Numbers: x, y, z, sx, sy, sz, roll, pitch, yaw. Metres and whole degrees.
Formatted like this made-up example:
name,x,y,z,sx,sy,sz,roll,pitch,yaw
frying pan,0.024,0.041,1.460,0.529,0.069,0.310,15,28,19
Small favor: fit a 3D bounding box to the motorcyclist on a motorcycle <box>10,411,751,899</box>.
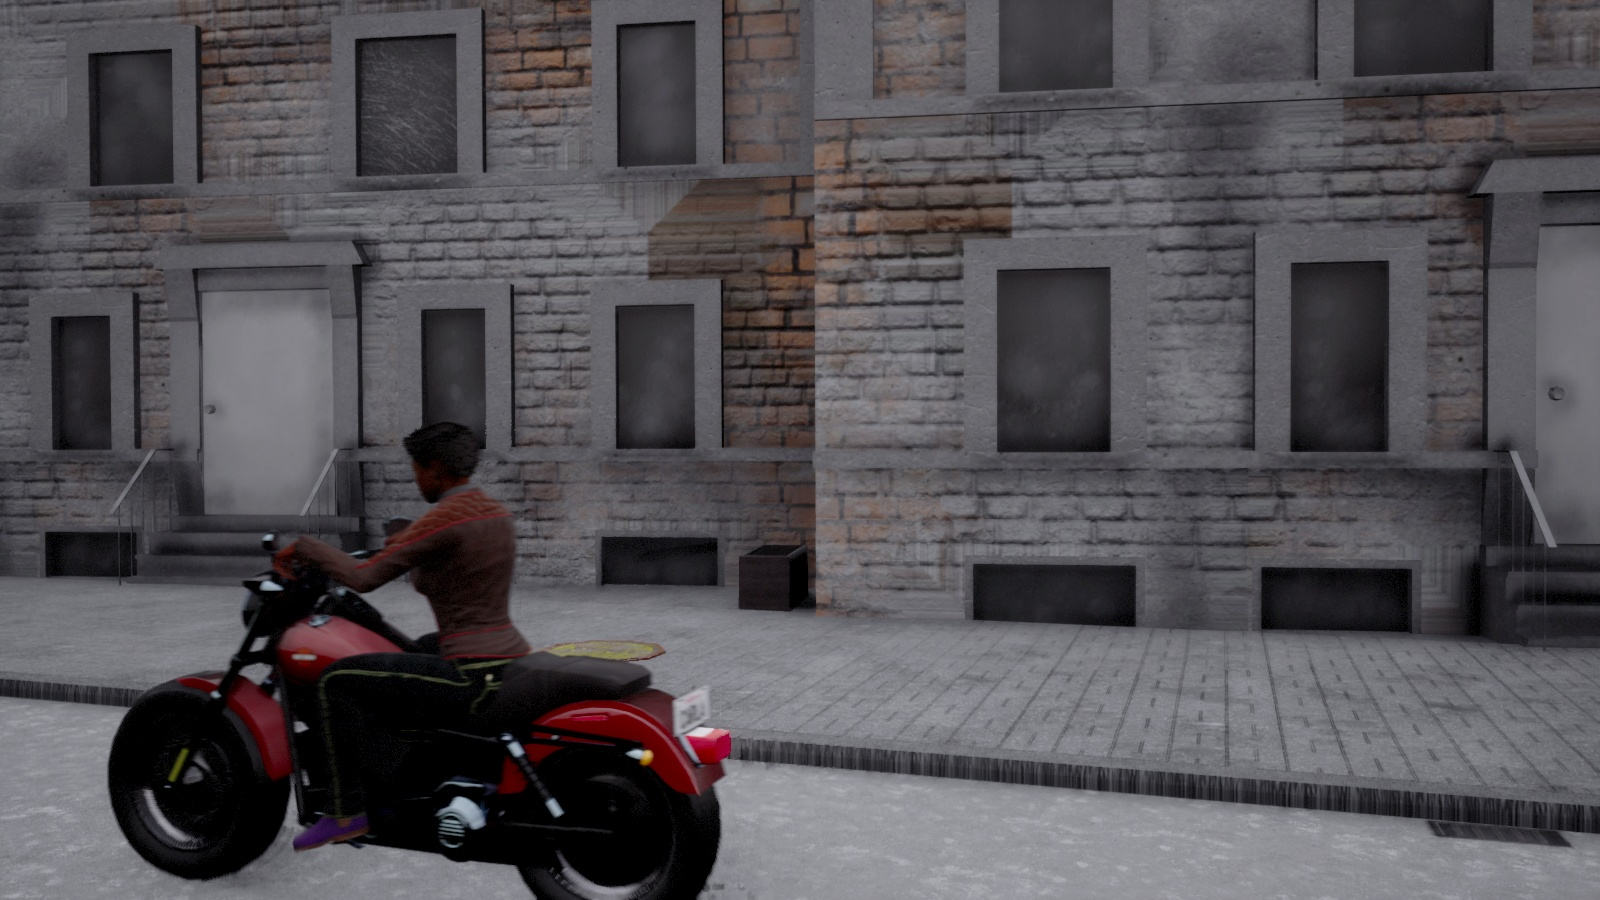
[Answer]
name,x,y,z,sx,sy,sz,roll,pitch,yaw
motorcyclist on a motorcycle,-1.400,0.705,4.190,2.350,1.649,0.766,0,1,19
